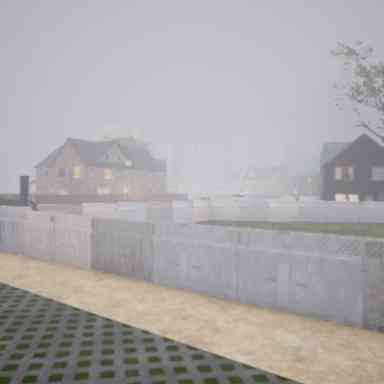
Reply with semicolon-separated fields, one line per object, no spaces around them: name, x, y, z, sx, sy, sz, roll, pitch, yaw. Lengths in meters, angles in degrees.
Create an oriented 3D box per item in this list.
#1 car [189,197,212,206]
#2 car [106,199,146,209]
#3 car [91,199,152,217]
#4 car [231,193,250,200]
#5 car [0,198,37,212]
car;1.127;1.361;41.682;2.128;1.511;4.902;2;1;28
car;-5.963;1.487;26.451;2.033;1.411;5.357;2;1;38
car;-6.369;1.406;30.688;2.033;1.411;5.357;2;1;38
car;7.157;1.180;48.674;2.150;2.045;5.566;2;1;18
car;-12.690;1.212;22.362;2.097;1.767;4.553;2;1;36
